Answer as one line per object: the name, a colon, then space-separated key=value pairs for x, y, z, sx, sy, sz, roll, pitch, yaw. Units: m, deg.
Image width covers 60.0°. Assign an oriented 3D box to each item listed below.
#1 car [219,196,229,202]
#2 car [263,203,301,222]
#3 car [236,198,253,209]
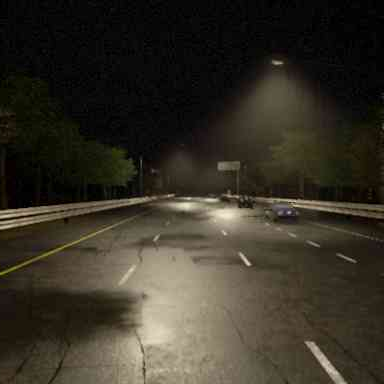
car: x=7.335 y=1.612 z=75.224 sx=1.994 sy=1.385 sz=4.181 roll=0 pitch=0 yaw=0
car: x=7.048 y=1.565 z=26.614 sx=2.033 sy=1.411 sz=5.357 roll=0 pitch=0 yaw=0
car: x=7.130 y=1.528 z=45.642 sx=2.128 sy=1.511 sz=4.902 roll=0 pitch=0 yaw=0
